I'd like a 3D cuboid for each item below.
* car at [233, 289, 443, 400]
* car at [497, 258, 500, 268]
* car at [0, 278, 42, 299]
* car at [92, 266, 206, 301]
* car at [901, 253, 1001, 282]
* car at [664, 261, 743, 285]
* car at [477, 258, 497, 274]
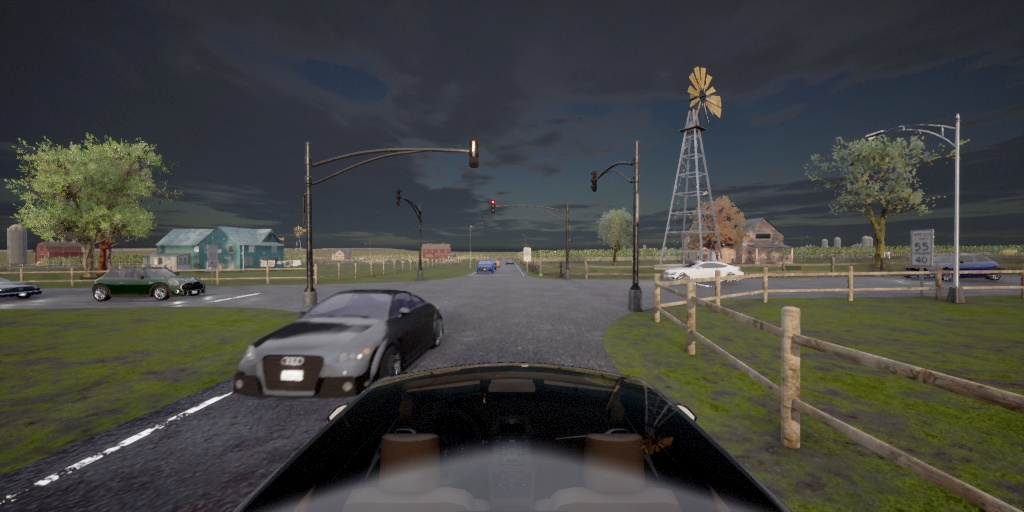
[{"bbox_3d":[-2.632,1.312,6.486,1.994,1.385,4.181,0,0,4],"label":"car"},{"bbox_3d":[-3.120,1.293,51.878,2.033,1.411,5.357,0,0,-1],"label":"car"},{"bbox_3d":[-28.695,1.697,19.056,5.357,1.411,2.033,-1,1,0],"label":"car"},{"bbox_3d":[-19.177,1.372,19.100,4.553,1.767,2.097,-1,1,0],"label":"car"},{"bbox_3d":[28.029,0.666,23.018,4.553,1.767,2.097,-1,1,0],"label":"car"},{"bbox_3d":[12.305,1.045,23.195,4.674,1.442,1.812,-1,1,3],"label":"car"},{"bbox_3d":[-3.049,1.222,41.974,1.882,1.535,5.008,0,0,-1],"label":"car"}]
